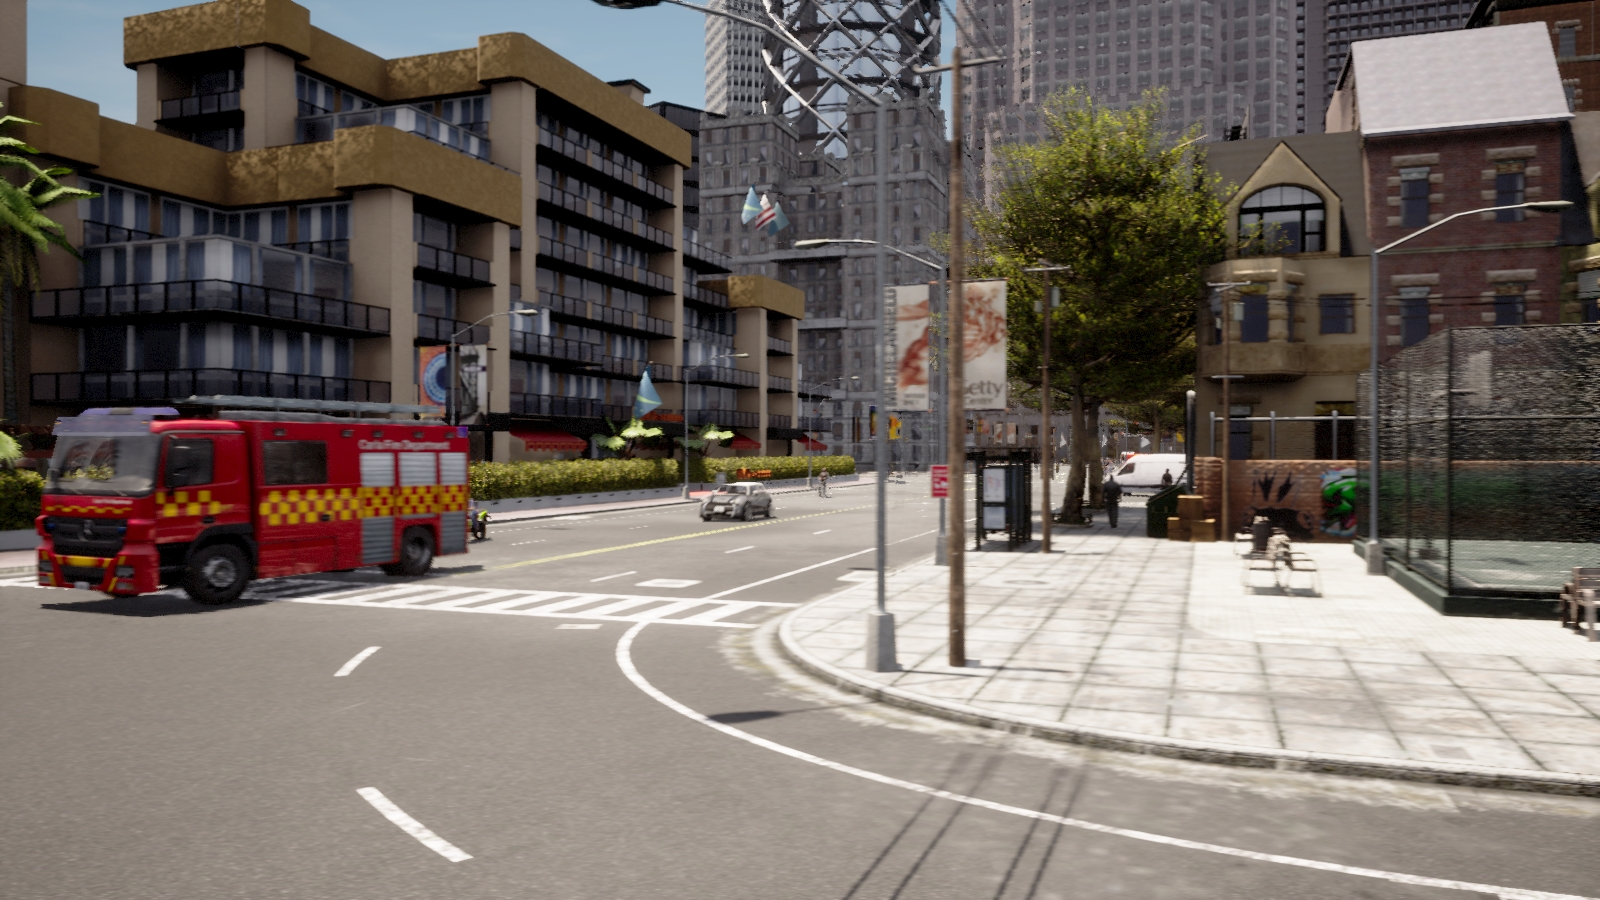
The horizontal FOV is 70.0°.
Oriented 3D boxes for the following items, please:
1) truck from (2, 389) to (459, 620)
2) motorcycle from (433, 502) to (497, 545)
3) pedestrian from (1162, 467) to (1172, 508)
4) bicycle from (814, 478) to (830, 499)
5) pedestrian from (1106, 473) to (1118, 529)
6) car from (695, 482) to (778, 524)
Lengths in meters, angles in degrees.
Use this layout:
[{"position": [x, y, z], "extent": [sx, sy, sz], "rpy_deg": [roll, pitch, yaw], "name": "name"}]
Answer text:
[{"position": [-10.993, 0.891, 23.384], "extent": [2.891, 3.827, 8.468], "rpy_deg": [0, 0, 24], "name": "truck"}, {"position": [-10.131, 2.213, 34.617], "extent": [0.803, 1.145, 2.033], "rpy_deg": [0, 0, 20], "name": "motorcycle"}, {"position": [16.627, 1.695, 51.723], "extent": [0.375, 1.860, 0.375], "rpy_deg": [0, 0, 26], "name": "pedestrian"}, {"position": [1.281, 2.209, 66.094], "extent": [0.329, 1.171, 1.835], "rpy_deg": [0, 0, 20], "name": "bicycle"}, {"position": [10.468, 1.696, 38.302], "extent": [0.375, 1.860, 0.375], "rpy_deg": [0, 0, 11], "name": "pedestrian"}, {"position": [-2.491, 2.064, 45.617], "extent": [1.970, 1.475, 3.806], "rpy_deg": [0, 0, 20], "name": "car"}]
